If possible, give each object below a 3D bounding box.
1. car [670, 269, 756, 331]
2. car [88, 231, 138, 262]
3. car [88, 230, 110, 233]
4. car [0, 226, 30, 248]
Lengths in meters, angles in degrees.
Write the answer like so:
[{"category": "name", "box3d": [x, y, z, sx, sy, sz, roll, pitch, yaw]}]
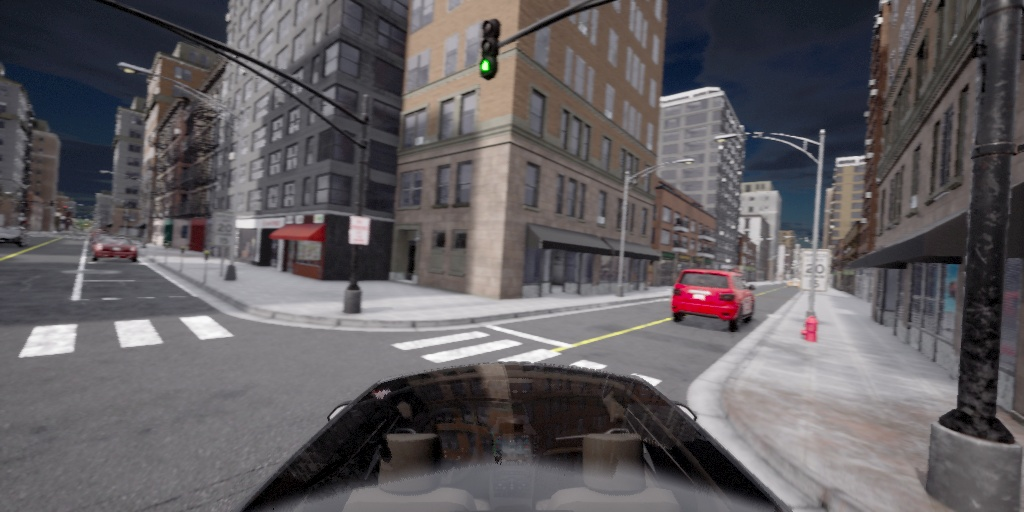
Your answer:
[{"category": "car", "box3d": [8.114, 1.618, 14.285, 2.150, 2.045, 5.566, 4, 0, 40]}, {"category": "car", "box3d": [-25.337, -0.506, 22.847, 4.097, 1.591, 1.967, 0, 0, 40]}, {"category": "car", "box3d": [-33.644, -1.059, 29.897, 4.097, 1.591, 1.967, 0, 0, 40]}, {"category": "car", "box3d": [-41.481, -1.528, 29.510, 4.892, 1.490, 1.837, 3, -1, 41]}]
